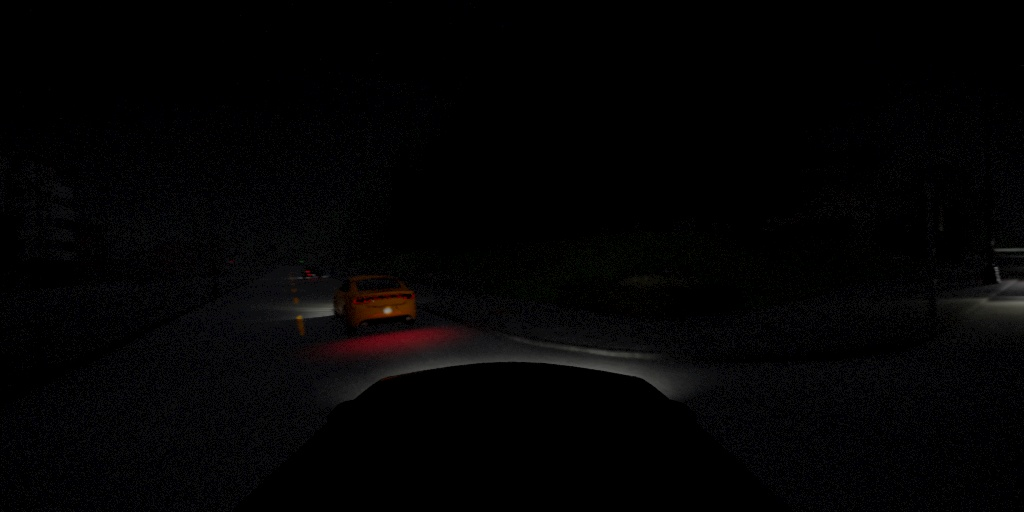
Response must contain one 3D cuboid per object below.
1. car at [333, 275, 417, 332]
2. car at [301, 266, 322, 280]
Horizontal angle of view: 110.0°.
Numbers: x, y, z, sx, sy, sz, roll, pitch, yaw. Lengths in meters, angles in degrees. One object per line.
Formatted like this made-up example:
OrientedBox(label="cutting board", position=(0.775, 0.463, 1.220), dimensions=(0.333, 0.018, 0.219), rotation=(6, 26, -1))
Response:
OrientedBox(label="car", position=(-4.616, 1.356, 11.728), dimensions=(1.882, 1.535, 5.008), rotation=(-2, 0, -31))
OrientedBox(label="car", position=(-23.828, 1.967, 42.753), dimensions=(1.837, 1.490, 4.892), rotation=(-2, 0, -32))
